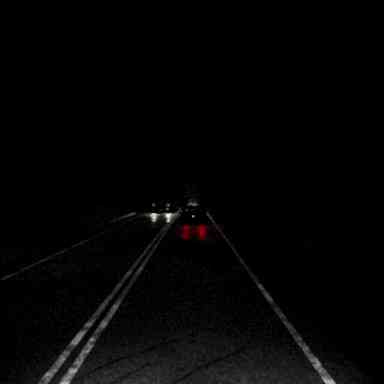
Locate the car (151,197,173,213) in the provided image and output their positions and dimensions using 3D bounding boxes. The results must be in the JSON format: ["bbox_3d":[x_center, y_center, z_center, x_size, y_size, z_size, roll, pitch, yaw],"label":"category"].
[{"bbox_3d":[-3.335,1.389,37.528,2.097,1.767,4.553,0,0,0],"label":"car"}]

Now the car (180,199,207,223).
[{"bbox_3d":[0.101,1.486,25.553,2.128,1.511,4.902,0,0,0],"label":"car"}]

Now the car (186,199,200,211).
[{"bbox_3d":[0.120,1.596,43.011,1.812,1.442,4.674,0,0,0],"label":"car"}]
